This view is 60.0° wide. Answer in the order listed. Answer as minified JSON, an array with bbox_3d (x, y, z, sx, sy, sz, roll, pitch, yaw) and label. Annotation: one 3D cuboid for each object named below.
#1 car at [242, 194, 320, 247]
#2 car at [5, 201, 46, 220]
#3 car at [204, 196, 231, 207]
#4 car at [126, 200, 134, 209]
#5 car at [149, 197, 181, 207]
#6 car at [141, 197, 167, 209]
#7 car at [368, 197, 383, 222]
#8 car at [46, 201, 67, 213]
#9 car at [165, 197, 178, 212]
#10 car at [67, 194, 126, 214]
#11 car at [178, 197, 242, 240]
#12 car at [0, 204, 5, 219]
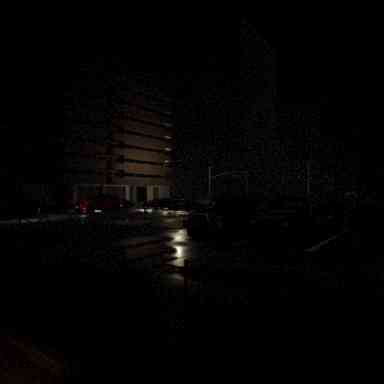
[{"bbox_3d":[3.950,1.156,14.313,1.905,1.878,3.866,0,0,34],"label":"car"},{"bbox_3d":[-15.356,1.564,28.689,1.994,1.385,4.181,0,0,34],"label":"car"},{"bbox_3d":[3.999,1.478,50.842,1.882,1.535,5.008,0,0,34],"label":"car"},{"bbox_3d":[-9.885,1.547,43.091,2.033,1.411,5.357,0,0,34],"label":"car"},{"bbox_3d":[-4.045,1.547,51.702,2.033,1.411,5.357,0,0,35],"label":"car"},{"bbox_3d":[-4.428,1.547,44.917,2.033,1.411,5.357,0,0,34],"label":"car"},{"bbox_3d":[15.988,1.395,27.256,1.970,1.475,3.806,0,0,34],"label":"car"},{"bbox_3d":[-15.267,1.601,35.092,1.895,1.301,4.718,0,0,34],"label":"car"},{"bbox_3d":[-0.372,1.547,38.069,2.033,1.411,5.357,0,0,34],"label":"car"},{"bbox_3d":[-10.244,1.221,36.285,2.150,2.045,5.566,0,0,34],"label":"car"},{"bbox_3d":[1.585,1.153,15.981,1.932,1.855,4.605,0,0,34],"label":"car"},{"bbox_3d":[-15.435,1.601,21.913,1.895,1.301,4.718,0,0,34],"label":"car"}]
